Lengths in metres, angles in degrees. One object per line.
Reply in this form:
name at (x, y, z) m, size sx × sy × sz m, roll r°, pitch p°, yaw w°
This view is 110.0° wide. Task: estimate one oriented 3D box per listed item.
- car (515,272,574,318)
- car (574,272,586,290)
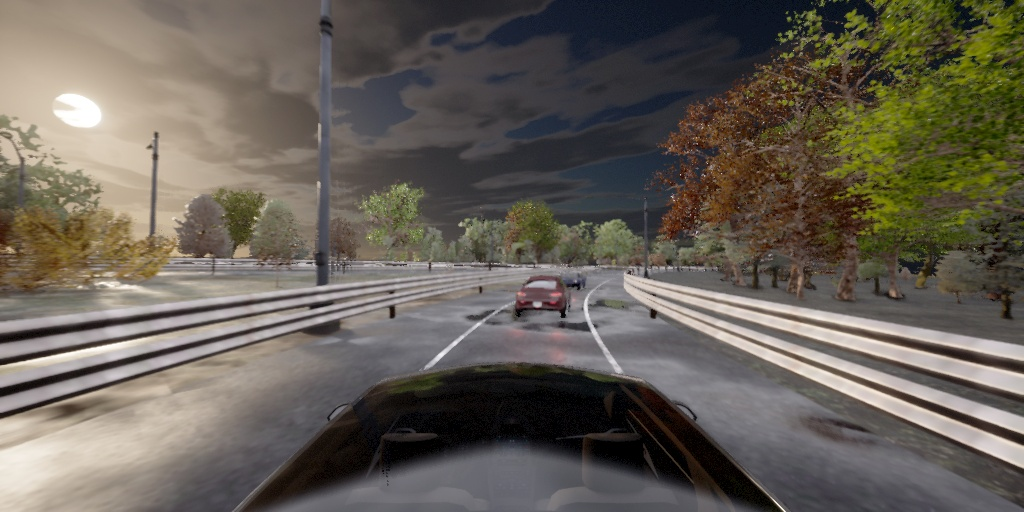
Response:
car at (1.334, 1.502, 14.239) m, size 1.812 × 1.442 × 4.674 m, roll 0°, pitch -1°, yaw 12°
car at (4.550, 1.861, 27.381) m, size 1.895 × 1.301 × 4.718 m, roll 0°, pitch -1°, yaw 18°
